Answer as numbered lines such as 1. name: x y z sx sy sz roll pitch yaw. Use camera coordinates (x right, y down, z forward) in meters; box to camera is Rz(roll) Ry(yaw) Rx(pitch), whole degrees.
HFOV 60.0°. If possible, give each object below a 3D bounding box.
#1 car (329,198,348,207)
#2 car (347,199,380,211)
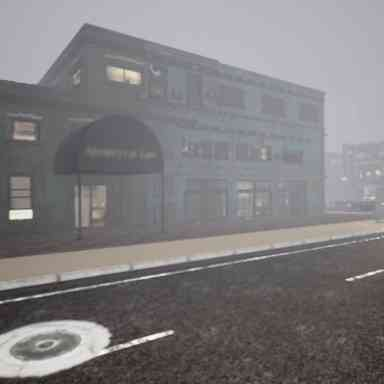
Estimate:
1. car: 23.260 1.673 50.997 2.008 1.369 4.403 -2 0 -36
2. car: 21.188 1.700 39.267 1.947 1.339 4.313 -2 0 -36
